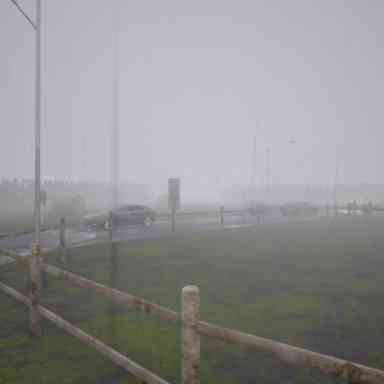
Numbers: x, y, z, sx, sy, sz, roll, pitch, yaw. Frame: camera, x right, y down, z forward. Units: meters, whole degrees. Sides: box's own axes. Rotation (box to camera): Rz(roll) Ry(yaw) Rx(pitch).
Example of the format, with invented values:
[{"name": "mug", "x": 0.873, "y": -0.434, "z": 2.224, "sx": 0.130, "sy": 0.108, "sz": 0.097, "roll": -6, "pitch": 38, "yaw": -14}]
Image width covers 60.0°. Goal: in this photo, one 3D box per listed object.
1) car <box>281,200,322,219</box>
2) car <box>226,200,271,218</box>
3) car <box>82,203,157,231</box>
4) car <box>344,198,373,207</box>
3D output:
[{"name": "car", "x": 10.025, "y": 1.540, "z": 30.259, "sx": 4.892, "sy": 1.490, "sz": 1.837, "roll": 0, "pitch": 0, "yaw": -41}, {"name": "car", "x": 5.142, "y": 1.503, "z": 29.874, "sx": 4.902, "sy": 1.511, "sz": 2.128, "roll": 0, "pitch": 0, "yaw": -42}, {"name": "car", "x": -4.434, "y": 1.498, "z": 20.833, "sx": 1.837, "sy": 1.490, "sz": 4.892, "roll": 1, "pitch": 1, "yaw": 44}, {"name": "car", "x": 21.906, "y": 1.513, "z": 43.642, "sx": 5.008, "sy": 1.535, "sz": 1.882, "roll": 0, "pitch": 0, "yaw": -37}]
